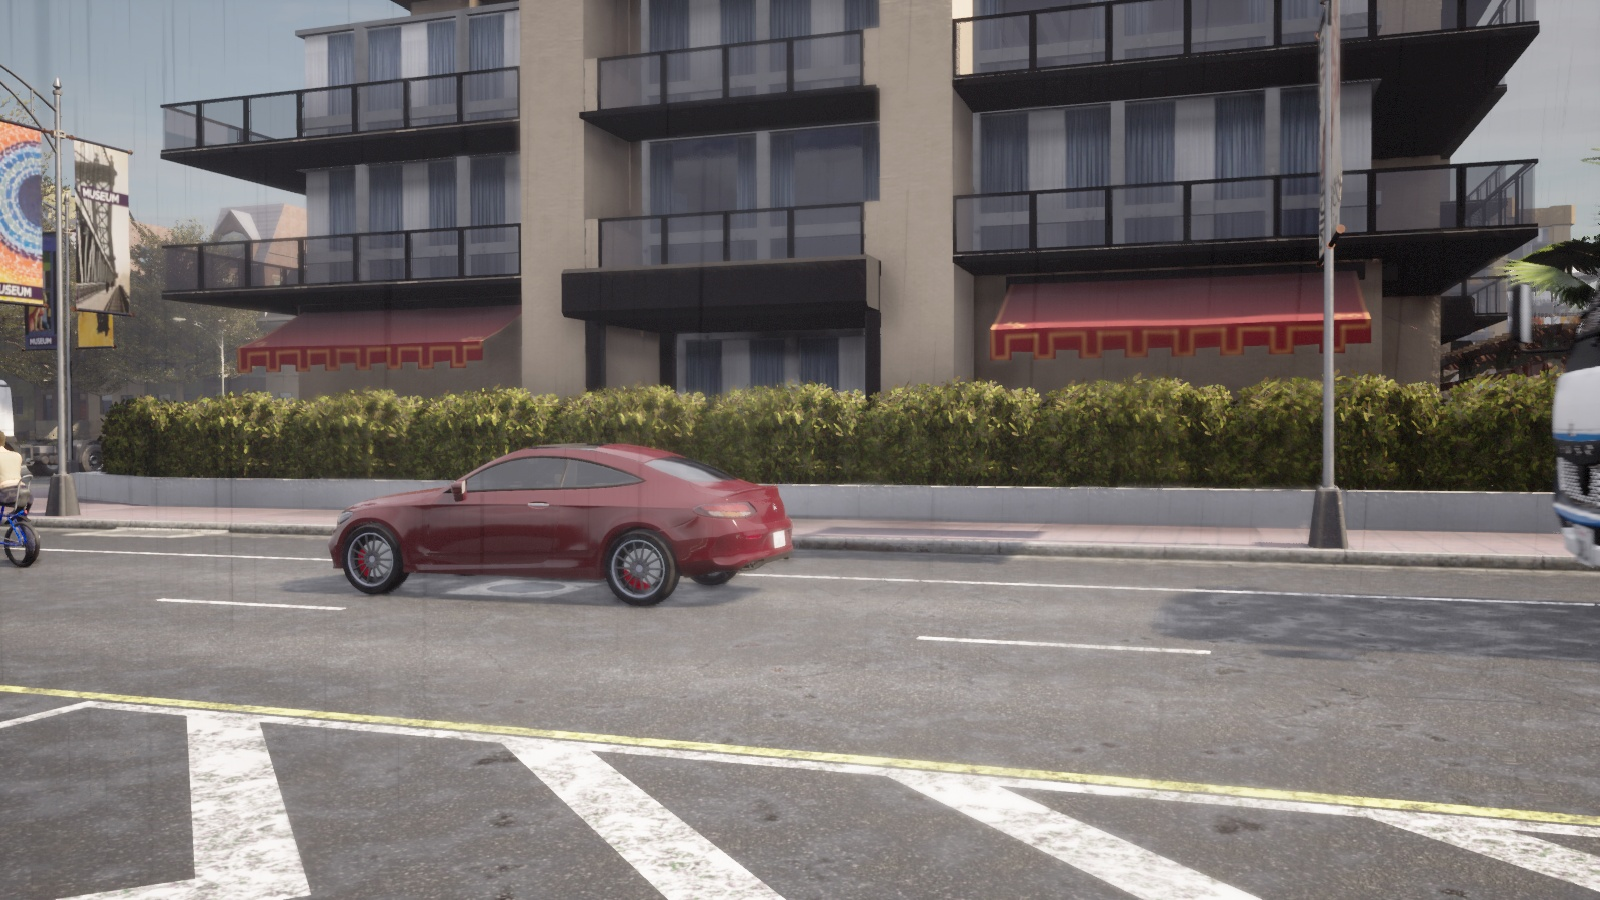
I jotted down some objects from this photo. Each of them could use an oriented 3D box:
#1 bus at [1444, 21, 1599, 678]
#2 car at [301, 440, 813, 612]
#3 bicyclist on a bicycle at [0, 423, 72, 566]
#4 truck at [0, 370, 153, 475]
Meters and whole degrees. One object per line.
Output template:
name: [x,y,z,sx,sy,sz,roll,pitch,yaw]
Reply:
bus: [10.230,-0.644,8.279,10.273,4.253,3.944,0,1,21]
car: [-2.382,0.645,12.406,4.674,1.442,1.812,1,1,19]
bicyclist on a bicycle: [-9.546,0.490,14.820,1.509,1.612,0.866,1,1,19]
truck: [-26.963,-0.961,43.958,2.891,3.462,7.936,1,1,18]
